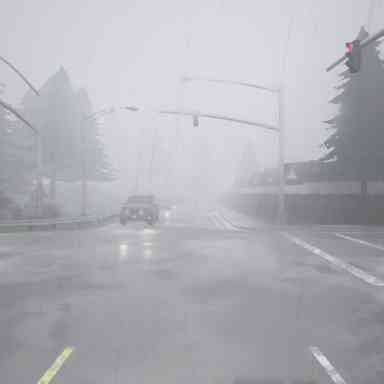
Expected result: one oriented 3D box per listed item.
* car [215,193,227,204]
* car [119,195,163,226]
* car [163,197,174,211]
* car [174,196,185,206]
[{"bbox_3d":[6.889,1.206,60.906,5.566,2.045,2.150,0,0,-22],"label":"car"},{"bbox_3d":[-3.631,1.221,23.830,2.150,2.045,5.566,0,0,1],"label":"car"},{"bbox_3d":[-3.585,1.506,39.954,1.837,1.490,4.892,0,-1,1],"label":"car"},{"bbox_3d":[-2.731,1.497,55.560,1.837,1.490,4.892,0,0,19],"label":"car"}]
